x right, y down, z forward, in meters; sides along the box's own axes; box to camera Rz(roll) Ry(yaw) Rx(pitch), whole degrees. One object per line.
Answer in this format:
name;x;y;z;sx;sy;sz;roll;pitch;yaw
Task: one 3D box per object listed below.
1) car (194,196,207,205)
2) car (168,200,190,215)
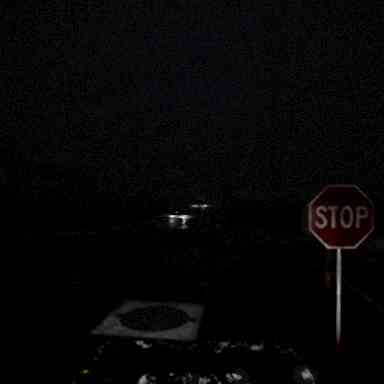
car;1.478;1.438;58.614;1.882;1.535;5.008;0;0;8
car;-1.236;1.538;34.087;2.033;1.411;5.357;0;0;5
